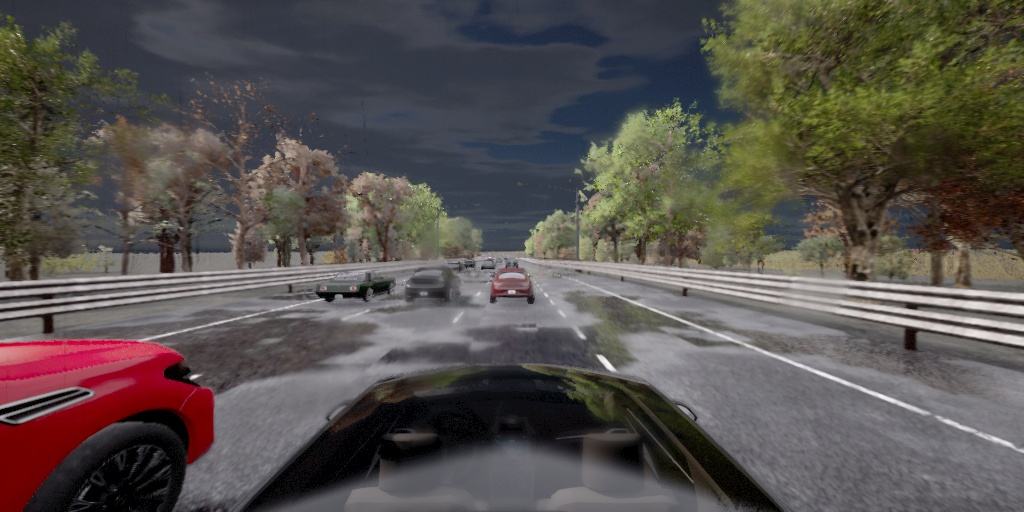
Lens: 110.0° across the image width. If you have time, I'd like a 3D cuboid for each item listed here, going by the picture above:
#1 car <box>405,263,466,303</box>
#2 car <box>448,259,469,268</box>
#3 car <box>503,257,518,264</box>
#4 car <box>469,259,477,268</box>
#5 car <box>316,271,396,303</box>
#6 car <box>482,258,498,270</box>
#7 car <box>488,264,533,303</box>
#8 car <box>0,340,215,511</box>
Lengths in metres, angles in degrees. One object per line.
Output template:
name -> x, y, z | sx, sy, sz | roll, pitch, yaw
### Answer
car -> -3.505, 1.256, 16.651 | 1.837, 1.490, 4.892 | 0, 0, 0
car -> -7.013, 1.246, 44.384 | 2.128, 1.511, 4.902 | 0, 0, 0
car -> -0.017, 1.118, 60.255 | 2.097, 1.767, 4.553 | 0, 0, 0
car -> -7.017, 1.273, 60.384 | 1.837, 1.490, 4.892 | 0, 0, 0
car -> -7.005, 1.350, 16.730 | 1.895, 1.301, 4.718 | 0, 0, 0
car -> -3.516, 1.325, 54.345 | 1.994, 1.385, 4.181 | 0, 0, 0
car -> -0.005, 1.275, 16.595 | 1.812, 1.442, 4.674 | 0, 0, 0
car -> -3.500, 0.972, 0.514 | 2.150, 2.045, 5.566 | 0, 0, 0
